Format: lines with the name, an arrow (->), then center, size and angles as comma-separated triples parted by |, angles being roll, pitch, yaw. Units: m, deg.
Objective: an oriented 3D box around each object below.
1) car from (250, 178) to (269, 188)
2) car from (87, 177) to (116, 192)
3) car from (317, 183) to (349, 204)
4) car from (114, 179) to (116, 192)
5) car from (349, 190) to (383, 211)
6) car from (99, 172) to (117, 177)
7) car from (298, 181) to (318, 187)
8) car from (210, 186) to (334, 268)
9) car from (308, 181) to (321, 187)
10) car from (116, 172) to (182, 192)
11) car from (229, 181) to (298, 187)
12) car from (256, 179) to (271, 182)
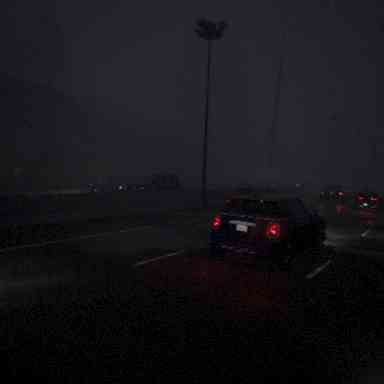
car -> 13.889, -1.881, 68.082 | 2.097, 1.767, 4.553 | 5, 4, 35
car -> -7.568, -0.515, 32.321 | 1.895, 1.301, 4.718 | 5, 4, 35
car -> 13.946, 0.114, 31.996 | 2.097, 1.767, 4.553 | 5, 4, 35
car -> -4.465, -0.299, 30.653 | 1.895, 1.301, 4.718 | 5, 4, 35
car -> 14.013, 0.596, 26.108 | 1.837, 1.490, 4.892 | 5, 4, 35
car -> -8.792, -1.177, 36.566 | 2.150, 2.045, 5.566 | 5, 4, 35
car -> 20.181, -1.127, 58.935 | 2.097, 1.767, 4.553 | 5, 4, 36
car -> 2.485, 0.872, 9.998 | 2.097, 1.767, 4.553 | 5, 4, 35
car -> 32.227, -2.195, 87.372 | 1.812, 1.442, 4.674 | 5, 4, 37
car -> -3.027, -0.400, 26.620 | 2.150, 2.045, 5.566 | 5, 4, 35
car -> 3.644, 0.498, 17.613 | 2.097, 1.767, 4.553 | 5, 4, 35
car -> 11.986, -1.032, 53.572 | 1.882, 1.535, 5.008 | 5, 4, 36
